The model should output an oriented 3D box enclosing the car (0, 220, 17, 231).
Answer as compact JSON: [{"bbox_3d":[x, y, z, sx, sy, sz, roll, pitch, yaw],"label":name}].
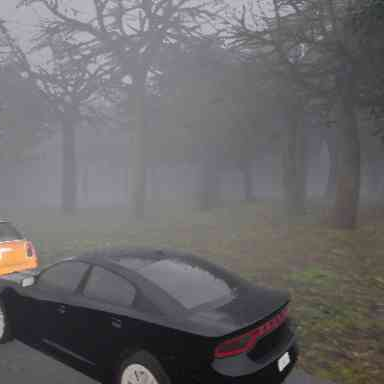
[{"bbox_3d":[-5.894,1.408,8.311,4.553,1.767,2.097,0,-1,36],"label":"car"}]

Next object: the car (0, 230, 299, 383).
[{"bbox_3d":[-1.087,1.516,4.766,5.008,1.535,1.882,0,-1,36],"label":"car"}]
